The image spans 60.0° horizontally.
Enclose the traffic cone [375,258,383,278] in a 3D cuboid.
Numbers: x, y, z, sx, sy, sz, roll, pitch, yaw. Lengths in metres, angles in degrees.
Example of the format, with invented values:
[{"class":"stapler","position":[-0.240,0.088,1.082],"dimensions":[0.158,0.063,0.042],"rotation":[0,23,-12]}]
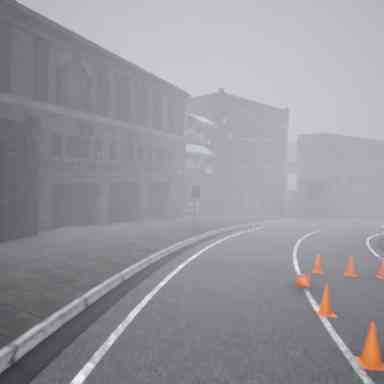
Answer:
[{"class":"traffic cone","position":[5.976,2.375,10.388],"dimensions":[0.340,0.580,0.340],"rotation":[4,-1,5]}]
